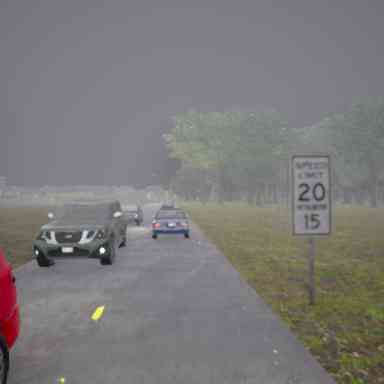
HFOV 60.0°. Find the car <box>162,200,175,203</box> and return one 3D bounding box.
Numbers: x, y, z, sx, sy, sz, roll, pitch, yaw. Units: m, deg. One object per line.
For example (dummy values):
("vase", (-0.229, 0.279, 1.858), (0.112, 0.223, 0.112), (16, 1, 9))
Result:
("car", (-3.518, 1.842, 49.579), (1.994, 1.385, 4.181), (-1, -1, -4))

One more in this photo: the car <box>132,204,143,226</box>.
("car", (-4.592, 1.620, 24.357), (1.812, 1.442, 4.674), (-1, 0, -4))

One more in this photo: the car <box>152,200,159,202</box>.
("car", (-8.448, 2.093, 77.390), (2.033, 1.411, 5.357), (-1, -1, -4))

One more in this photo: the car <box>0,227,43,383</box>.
("car", (-2.896, 1.257, 1.618), (2.150, 2.045, 5.566), (-1, 0, -5))

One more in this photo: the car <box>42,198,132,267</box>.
("car", (-3.675, 1.264, 12.027), (2.150, 2.045, 5.566), (-1, 0, -4))

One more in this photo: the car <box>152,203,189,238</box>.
("car", (-1.156, 1.571, 17.890), (2.033, 1.411, 5.357), (-1, 0, -4))
